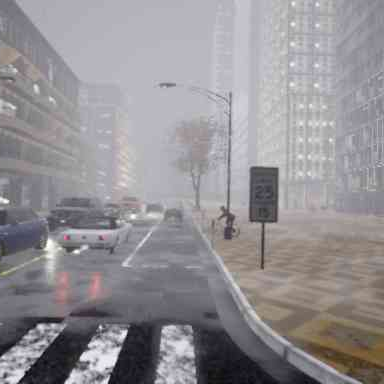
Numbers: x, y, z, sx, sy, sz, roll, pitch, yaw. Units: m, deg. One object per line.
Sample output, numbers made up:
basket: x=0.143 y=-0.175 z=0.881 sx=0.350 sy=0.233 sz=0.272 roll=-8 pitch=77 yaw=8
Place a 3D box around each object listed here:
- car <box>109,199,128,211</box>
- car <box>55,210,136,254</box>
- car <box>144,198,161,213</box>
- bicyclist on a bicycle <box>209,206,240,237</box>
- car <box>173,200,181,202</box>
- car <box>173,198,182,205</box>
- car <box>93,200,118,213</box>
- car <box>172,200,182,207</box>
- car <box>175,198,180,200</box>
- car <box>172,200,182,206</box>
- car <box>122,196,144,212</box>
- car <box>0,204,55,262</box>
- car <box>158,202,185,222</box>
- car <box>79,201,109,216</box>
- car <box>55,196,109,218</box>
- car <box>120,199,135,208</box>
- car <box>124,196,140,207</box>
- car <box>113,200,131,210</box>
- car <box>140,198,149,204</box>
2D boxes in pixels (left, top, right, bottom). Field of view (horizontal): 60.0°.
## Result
car: x=-7.495 y=1.709 z=31.075 sx=1.812 sy=1.442 sz=4.674 roll=2 pitch=-1 yaw=-2
car: x=-3.776 y=1.662 z=13.840 sx=1.895 sy=1.301 sz=4.718 roll=2 pitch=-1 yaw=-1
car: x=-4.775 y=1.889 z=42.675 sx=1.882 sy=1.535 sz=5.008 roll=2 pitch=-1 yaw=-2
bicyclist on a bicycle: x=1.739 y=1.562 z=17.557 sx=1.656 sy=1.620 sz=0.582 roll=1 pitch=-1 yaw=-2
car: x=-2.061 y=2.012 z=40.832 sx=2.008 sy=1.369 sz=4.403 roll=2 pitch=-1 yaw=-2
car: x=-3.694 y=2.451 z=85.356 sx=1.967 sy=1.590 sz=4.097 roll=2 pitch=-1 yaw=-2
car: x=-10.433 y=1.778 z=40.528 sx=2.008 sy=1.369 sz=4.403 roll=3 pitch=-1 yaw=-2
car: x=-3.085 y=2.354 z=68.660 sx=2.008 sy=1.369 sz=4.403 roll=2 pitch=-1 yaw=-2
car: x=-2.476 y=2.125 z=52.134 sx=1.752 sy=1.417 sz=4.829 roll=2 pitch=-1 yaw=-2
car: x=-3.289 y=2.423 z=74.224 sx=2.008 sy=1.369 sz=4.403 roll=2 pitch=-1 yaw=-2
car: x=-7.834 y=1.537 z=41.803 sx=2.150 sy=2.045 sz=5.566 roll=2 pitch=-1 yaw=-1
car: x=-6.764 y=1.298 z=11.271 sx=2.097 sy=1.767 sz=4.553 roll=2 pitch=-1 yaw=0
car: x=-1.652 y=1.877 z=29.700 sx=2.008 sy=1.369 sz=4.403 roll=2 pitch=-1 yaw=-2
car: x=-10.228 y=1.726 z=34.962 sx=1.947 sy=1.339 sz=4.313 roll=3 pitch=-1 yaw=-2
car: x=-7.117 y=1.283 z=20.922 sx=2.150 sy=2.045 sz=5.566 roll=2 pitch=-1 yaw=-2
car: x=-11.039 y=1.955 z=57.054 sx=1.752 sy=1.417 sz=4.829 roll=3 pitch=-1 yaw=-2
car: x=-11.241 y=1.816 z=62.794 sx=2.192 sy=1.841 sz=5.009 roll=3 pitch=-1 yaw=-2
car: x=-10.843 y=1.929 z=51.659 sx=1.947 sy=1.339 sz=4.313 roll=3 pitch=-1 yaw=-2
car: x=-12.070 y=2.321 z=85.051 sx=1.887 sy=1.381 sz=4.507 roll=3 pitch=-1 yaw=-2
